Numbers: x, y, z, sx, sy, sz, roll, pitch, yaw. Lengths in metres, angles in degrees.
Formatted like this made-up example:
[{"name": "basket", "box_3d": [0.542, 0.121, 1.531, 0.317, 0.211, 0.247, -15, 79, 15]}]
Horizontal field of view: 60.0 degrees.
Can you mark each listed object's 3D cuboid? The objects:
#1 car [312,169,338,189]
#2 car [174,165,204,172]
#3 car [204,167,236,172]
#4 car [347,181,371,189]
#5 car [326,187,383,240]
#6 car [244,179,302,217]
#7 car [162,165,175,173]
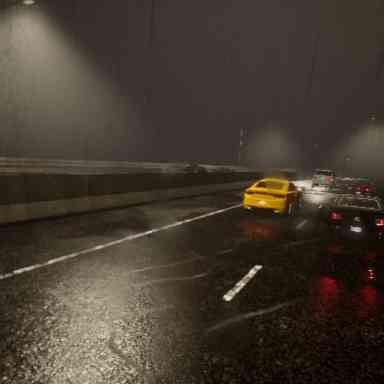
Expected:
[{"name": "car", "box_3d": [14.865, -1.461, 37.154, 2.150, 2.045, 5.566, 7, 6, 27]}, {"name": "car", "box_3d": [0.274, -2.459, 39.648, 1.837, 1.490, 4.892, 7, 6, 27]}, {"name": "car", "box_3d": [3.740, -2.140, 38.776, 2.128, 1.511, 4.902, 7, 6, 27]}, {"name": "car", "box_3d": [14.940, -0.346, 29.764, 1.895, 1.301, 4.718, 7, 6, 27]}, {"name": "car", "box_3d": [6.160, 0.758, 12.365, 1.895, 1.301, 4.718, 7, 6, 26]}, {"name": "car", "box_3d": [4.014, 0.138, 15.822, 1.882, 1.535, 5.008, 7, 6, 26]}, {"name": "car", "box_3d": [-1.977, -2.842, 42.896, 1.895, 1.301, 4.718, 7, 6, 27]}]
